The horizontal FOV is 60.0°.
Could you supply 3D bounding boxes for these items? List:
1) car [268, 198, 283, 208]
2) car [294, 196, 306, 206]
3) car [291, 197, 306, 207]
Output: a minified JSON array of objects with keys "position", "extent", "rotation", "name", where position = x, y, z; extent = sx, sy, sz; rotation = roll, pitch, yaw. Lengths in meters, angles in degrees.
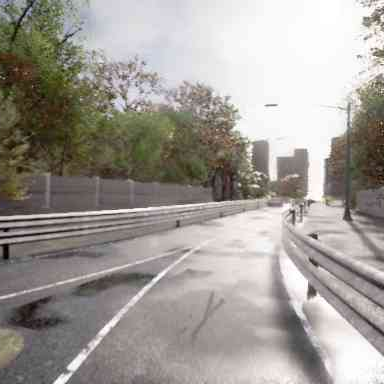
[{"position":[13.782,1.739,54.860],"extent":[1.882,1.535,5.008],"rotation":[1,0,21],"name":"car"},{"position":[21.356,1.738,65.673],"extent":[2.097,1.767,4.553],"rotation":[1,-1,21],"name":"car"},{"position":[17.874,1.948,56.399],"extent":[1.895,1.301,4.718],"rotation":[1,0,21],"name":"car"}]
